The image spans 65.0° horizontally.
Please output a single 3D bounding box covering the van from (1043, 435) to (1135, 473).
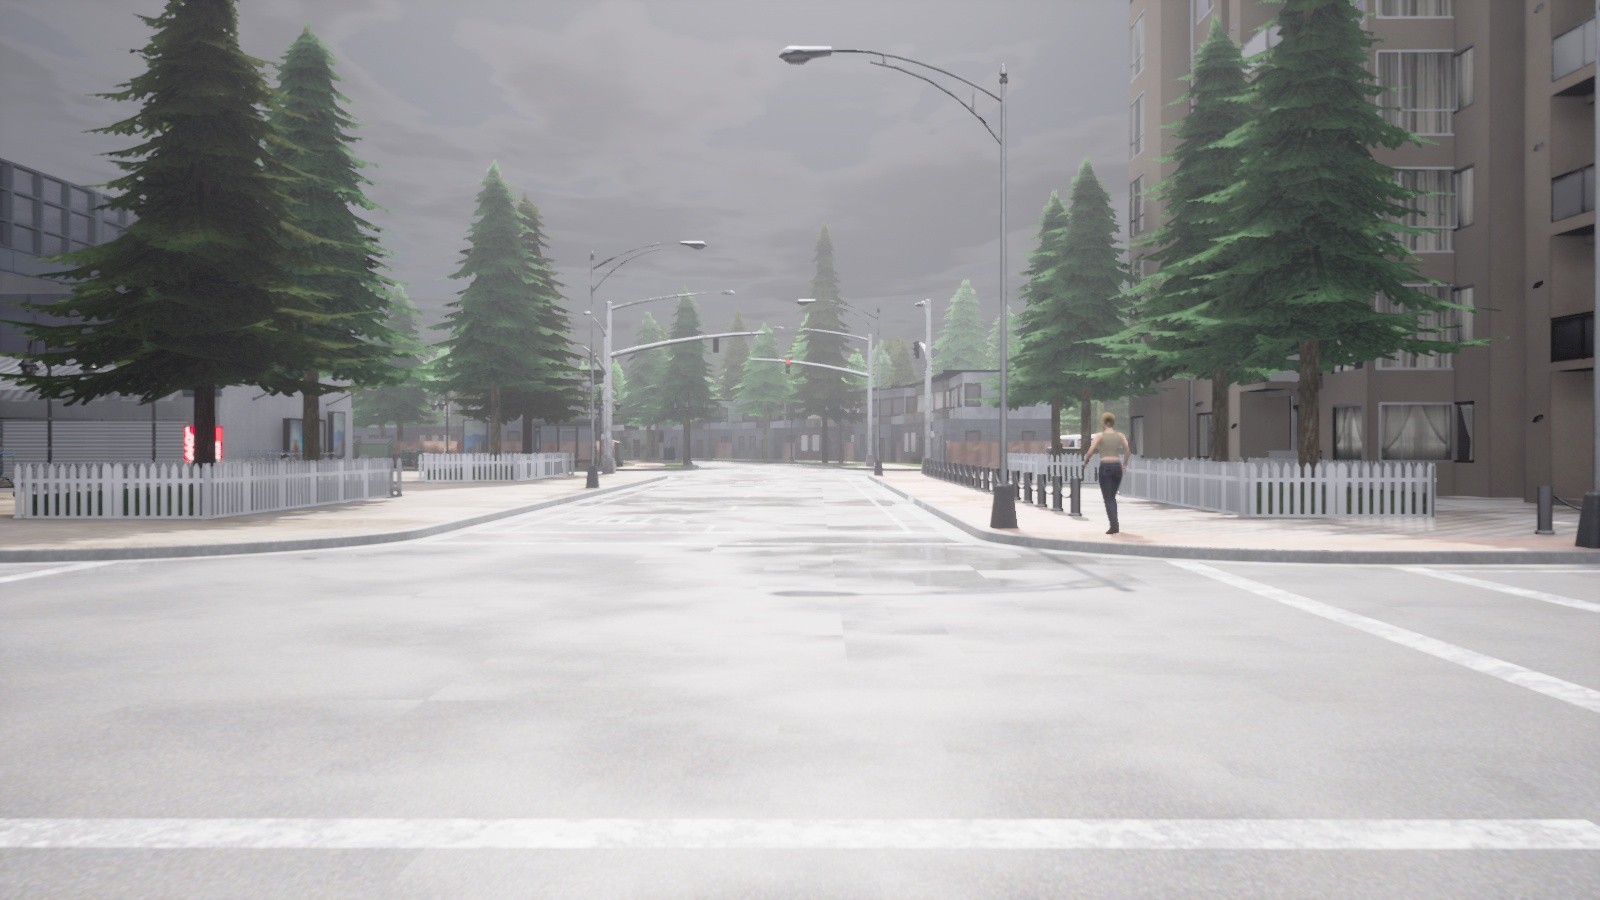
[{"bbox_3d":[15.400,0.202,67.162,4.480,2.038,2.069,0,0,2],"label":"van"}]

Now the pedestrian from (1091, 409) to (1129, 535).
[{"bbox_3d":[4.593,0.321,18.616,0.345,1.836,0.594,0,0,-8],"label":"pedestrian"}]
